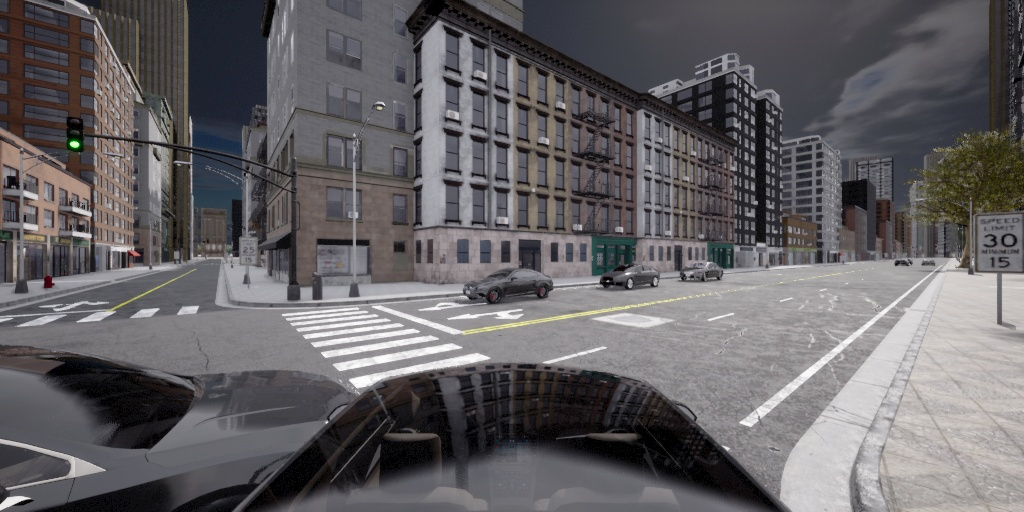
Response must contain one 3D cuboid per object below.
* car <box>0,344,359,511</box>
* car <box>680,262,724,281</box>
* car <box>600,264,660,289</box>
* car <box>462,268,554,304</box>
[{"bbox_3d":[-3.225,1.257,1.754,4.892,1.490,1.837,0,0,-35],"label":"car"},{"bbox_3d":[15.615,1.236,29.451,4.902,1.511,2.128,0,0,-39],"label":"car"},{"bbox_3d":[7.616,1.258,22.968,4.892,1.490,1.837,0,0,-39],"label":"car"},{"bbox_3d":[-0.066,1.287,16.731,4.674,1.442,1.812,0,0,-39],"label":"car"}]
